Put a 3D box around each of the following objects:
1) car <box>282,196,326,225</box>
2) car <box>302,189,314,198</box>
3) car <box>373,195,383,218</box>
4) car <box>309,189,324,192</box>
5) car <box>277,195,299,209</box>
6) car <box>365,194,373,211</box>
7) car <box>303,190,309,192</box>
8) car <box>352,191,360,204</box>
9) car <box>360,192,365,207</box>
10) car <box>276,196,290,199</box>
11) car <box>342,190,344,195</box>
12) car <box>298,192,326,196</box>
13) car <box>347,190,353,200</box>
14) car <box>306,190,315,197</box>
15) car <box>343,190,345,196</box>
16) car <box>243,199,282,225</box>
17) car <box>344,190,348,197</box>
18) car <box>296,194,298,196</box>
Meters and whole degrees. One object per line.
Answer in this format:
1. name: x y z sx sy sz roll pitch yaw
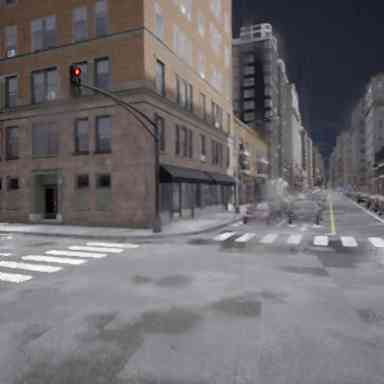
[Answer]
1. car: 7.372 1.223 21.540 1.837 1.490 4.892 -1 0 26
2. car: 25.561 0.337 73.179 2.192 1.841 5.009 0 1 22
3. car: 14.553 1.127 23.917 1.887 1.381 4.507 0 1 22
4. car: 19.363 0.791 50.659 2.128 1.511 4.902 -1 0 23
5. car: 10.865 1.085 37.379 1.887 1.381 4.507 0 1 22
6. car: 16.653 1.060 29.033 2.008 1.369 4.403 0 1 22
7. car: 17.099 0.847 52.566 1.752 1.417 4.829 0 1 22
8. car: 22.954 0.854 44.380 1.947 1.339 4.313 0 1 22
9. car: 18.753 0.980 34.148 1.887 1.381 4.507 0 1 22
10. car: 6.665 1.253 27.151 1.947 1.339 4.313 0 1 22
11. car: 35.555 0.409 75.076 1.947 1.339 4.313 0 1 22
12. car: 12.098 1.043 33.098 2.128 1.511 4.902 -1 1 22
13. car: 27.154 0.691 54.612 2.008 1.369 4.403 0 1 22
14. car: 29.761 0.314 83.409 1.967 1.590 4.097 0 1 22
15. car: 33.455 0.499 69.960 1.802 1.307 4.206 0 1 22
16. car: 4.565 1.342 22.036 1.802 1.307 4.206 0 1 22
17. car: 31.355 0.557 64.844 1.947 1.339 4.313 0 1 22
18. car: 8.765 1.164 32.265 2.008 1.369 4.403 0 1 22
